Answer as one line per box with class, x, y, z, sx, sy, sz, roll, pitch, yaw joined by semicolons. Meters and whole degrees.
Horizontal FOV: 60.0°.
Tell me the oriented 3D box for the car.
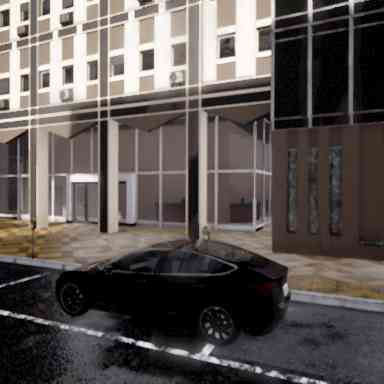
car;-0.436;1.538;6.037;4.313;1.339;1.947;0;0;24
